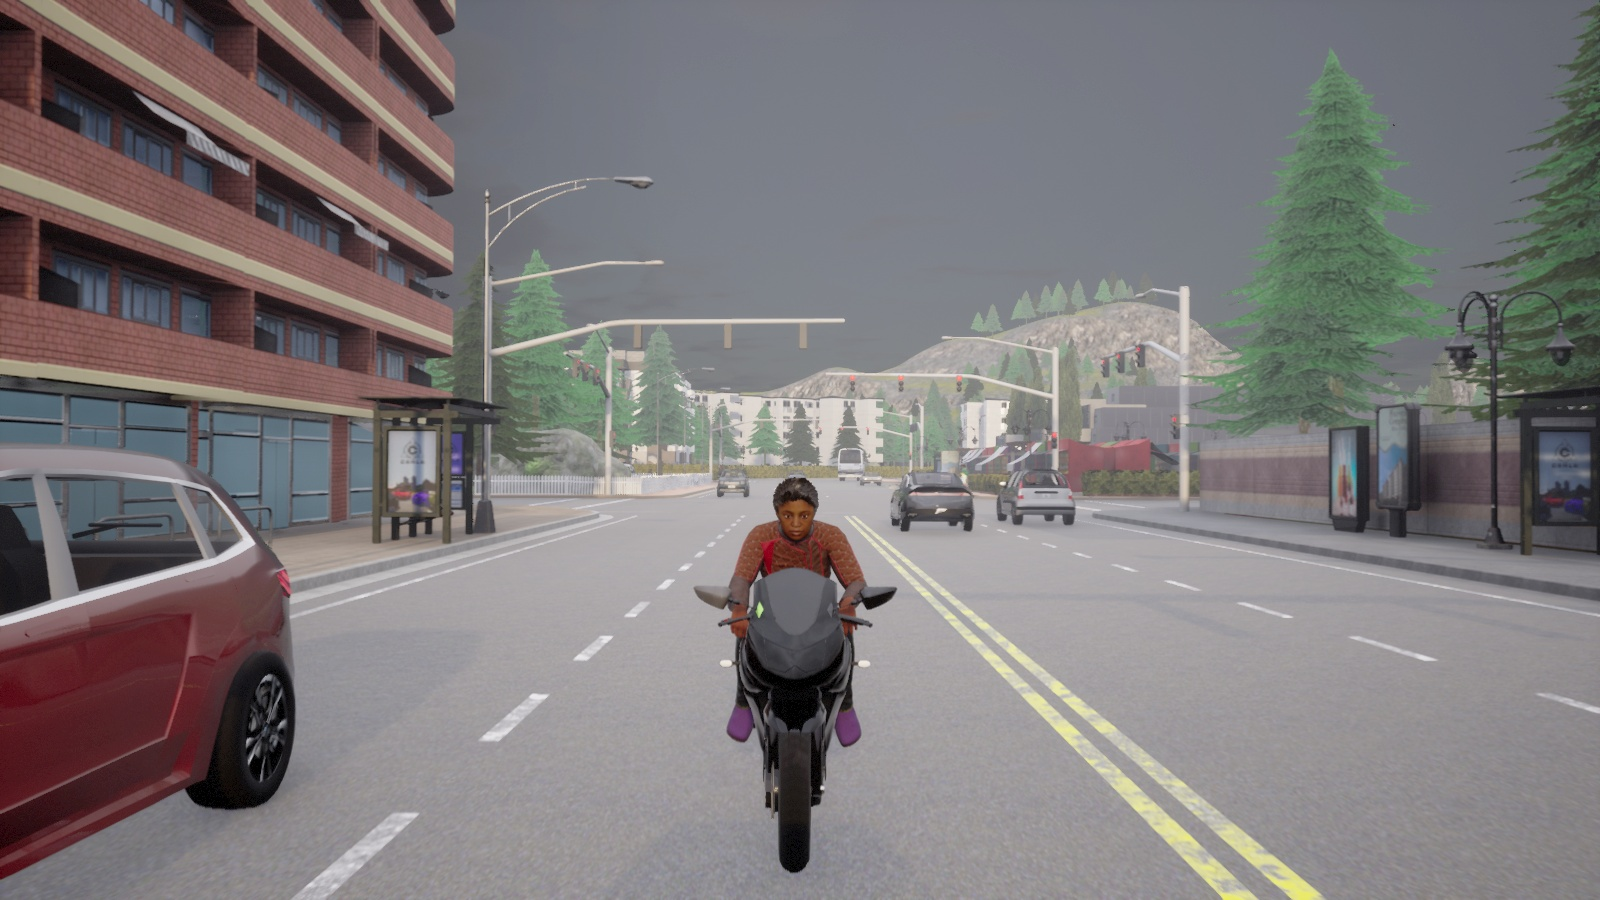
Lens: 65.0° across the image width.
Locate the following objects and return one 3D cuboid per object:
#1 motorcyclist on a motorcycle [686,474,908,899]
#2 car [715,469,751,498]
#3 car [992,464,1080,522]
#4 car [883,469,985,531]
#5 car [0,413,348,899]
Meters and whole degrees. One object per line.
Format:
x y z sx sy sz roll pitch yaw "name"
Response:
-0.013 0.879 5.564 0.797 1.523 2.044 0 -1 0 "motorcyclist on a motorcycle"
-3.665 1.863 69.440 1.789 1.549 3.705 0 -1 0 "car"
6.912 1.248 37.189 1.851 1.617 3.988 0 -1 0 "car"
3.421 1.257 33.034 2.128 1.511 4.902 0 -1 0 "car"
-3.512 0.738 4.351 2.242 1.667 4.611 0 -1 0 "car"
